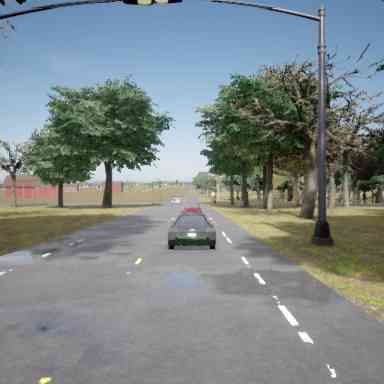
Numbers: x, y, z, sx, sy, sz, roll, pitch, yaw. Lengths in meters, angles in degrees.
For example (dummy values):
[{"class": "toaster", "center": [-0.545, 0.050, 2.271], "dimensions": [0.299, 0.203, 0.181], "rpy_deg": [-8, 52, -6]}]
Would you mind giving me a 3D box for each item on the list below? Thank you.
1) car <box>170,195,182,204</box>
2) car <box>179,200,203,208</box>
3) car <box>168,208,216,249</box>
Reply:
[{"class": "car", "center": [-3.499, 1.675, 73.214], "dimensions": [2.150, 2.045, 5.566], "rpy_deg": [0, -1, 0]}, {"class": "car", "center": [0.000, 1.662, 29.662], "dimensions": [1.812, 1.442, 4.674], "rpy_deg": [0, 0, 0]}, {"class": "car", "center": [0.000, 1.610, 14.655], "dimensions": [1.994, 1.385, 4.181], "rpy_deg": [0, 0, 0]}]
